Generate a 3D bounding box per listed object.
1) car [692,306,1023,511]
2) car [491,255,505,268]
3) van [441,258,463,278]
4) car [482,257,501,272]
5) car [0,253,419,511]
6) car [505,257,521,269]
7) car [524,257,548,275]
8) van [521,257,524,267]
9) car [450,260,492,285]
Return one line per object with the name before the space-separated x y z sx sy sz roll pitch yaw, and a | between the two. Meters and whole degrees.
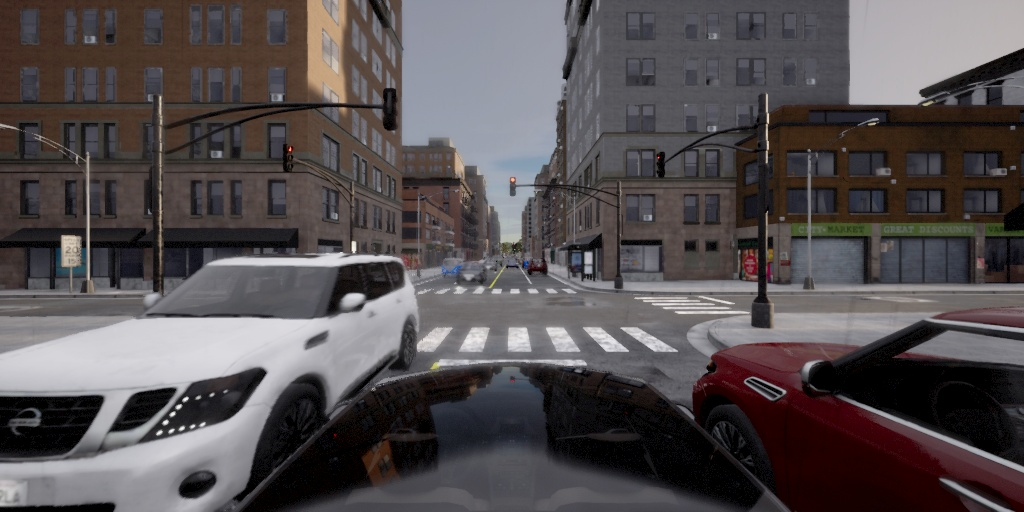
car | 2.638 1.065 1.167 2.192 1.841 5.009 0 0 0
car | -2.734 0.875 62.479 2.150 2.045 5.566 0 0 0
van | -5.399 1.087 33.132 1.690 1.789 3.998 0 0 0
car | -2.831 1.236 45.653 2.128 1.511 4.902 0 0 0
car | -2.849 0.971 4.764 2.150 2.045 5.566 0 0 0
car | 0.068 1.306 57.962 1.994 1.385 4.181 0 0 0
car | 2.715 1.060 38.538 2.192 1.841 5.009 0 0 0
van | 2.704 1.084 54.756 1.690 1.789 3.998 0 0 0
car | -2.844 1.239 26.026 2.128 1.511 4.902 0 0 0
